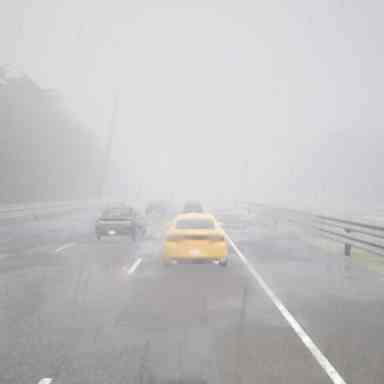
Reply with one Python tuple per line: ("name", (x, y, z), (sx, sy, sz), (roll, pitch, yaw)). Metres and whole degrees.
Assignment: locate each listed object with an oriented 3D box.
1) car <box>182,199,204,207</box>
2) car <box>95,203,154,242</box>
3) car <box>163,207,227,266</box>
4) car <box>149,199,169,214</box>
("car", (0.109, 1.497, 32.432), (1.837, 1.490, 4.892), (0, 0, 0))
("car", (-3.396, 1.511, 16.579), (2.128, 1.511, 4.902), (0, 0, 0))
("car", (0.099, 1.496, 11.591), (1.882, 1.535, 5.008), (0, 0, 0))
("car", (-3.391, 1.497, 32.486), (1.837, 1.490, 4.892), (0, 0, 0))
